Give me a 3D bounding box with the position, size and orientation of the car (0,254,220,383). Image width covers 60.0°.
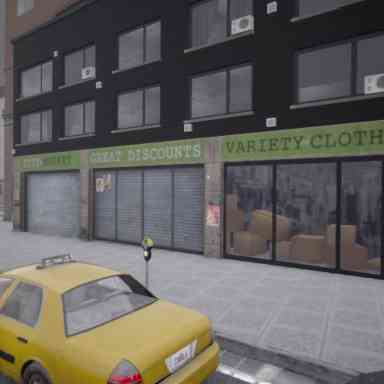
[{"bbox_3d":[-1.980,1.524,4.494,4.829,1.417,1.752,0,1,35],"label":"car"}]

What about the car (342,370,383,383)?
[{"bbox_3d":[2.712,1.551,1.160,4.403,1.369,2.008,0,1,35],"label":"car"}]
